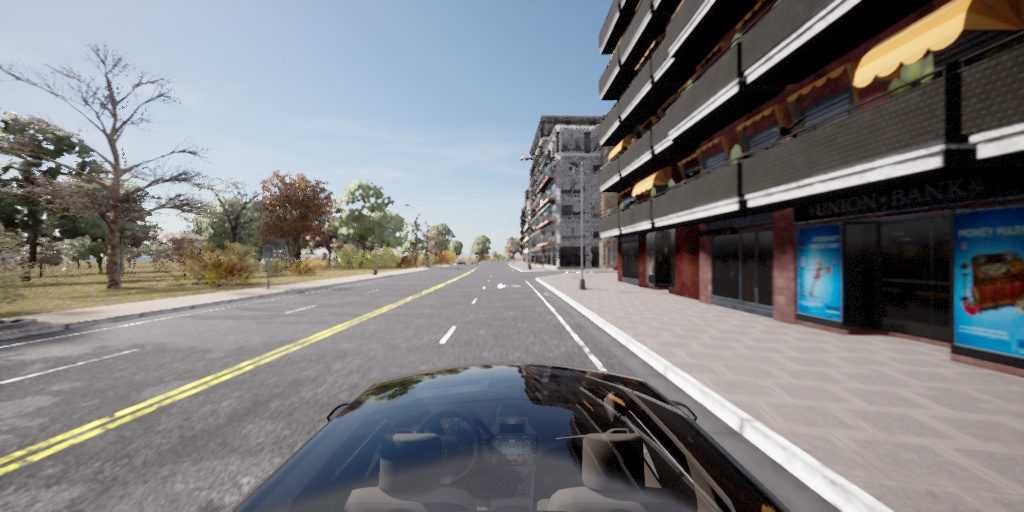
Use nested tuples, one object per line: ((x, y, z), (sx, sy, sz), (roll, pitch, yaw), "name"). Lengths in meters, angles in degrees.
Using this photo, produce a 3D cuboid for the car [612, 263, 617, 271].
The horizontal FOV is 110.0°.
((13.723, 1.090, 39.700), (5.008, 1.535, 1.882), (-1, 0, 14), "car")
